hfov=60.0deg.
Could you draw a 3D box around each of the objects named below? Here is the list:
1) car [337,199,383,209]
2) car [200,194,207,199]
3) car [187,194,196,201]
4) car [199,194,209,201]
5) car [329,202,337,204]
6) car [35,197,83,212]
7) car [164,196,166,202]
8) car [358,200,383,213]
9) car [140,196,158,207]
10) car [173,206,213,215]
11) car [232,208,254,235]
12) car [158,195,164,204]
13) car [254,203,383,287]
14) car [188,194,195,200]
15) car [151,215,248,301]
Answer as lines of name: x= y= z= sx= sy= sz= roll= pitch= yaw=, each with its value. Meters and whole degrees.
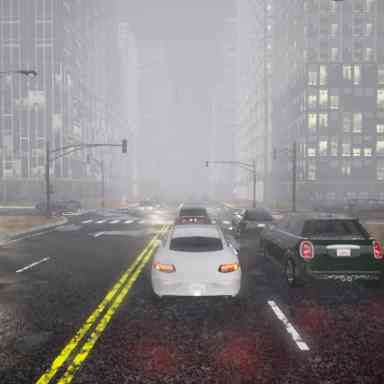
car: x=16.127 y=1.519 z=29.575 sx=5.009 sy=1.841 sz=2.192 roll=1 pitch=0 yaw=1
car: x=3.023 y=1.266 z=90.749 sx=1.812 sy=1.442 sz=4.674 roll=0 pitch=0 yaw=0
car: x=-0.200 y=1.418 z=80.325 sx=1.837 sy=1.490 sz=4.892 roll=0 pitch=0 yaw=0
car: x=3.050 y=1.396 z=80.332 sx=1.882 sy=1.535 sz=5.008 roll=0 pitch=0 yaw=0
car: x=15.004 y=1.701 z=35.378 sx=4.718 sy=1.301 sz=1.895 roll=0 pitch=1 yaw=1
car: x=-14.233 y=1.331 z=35.770 sx=4.902 sy=1.511 sz=2.128 roll=1 pitch=1 yaw=1
car: x=-6.680 y=1.416 z=71.451 sx=1.882 sy=1.535 sz=5.008 roll=0 pitch=0 yaw=0
car: x=21.715 y=1.643 z=37.876 sx=4.829 sy=1.417 sz=1.752 roll=1 pitch=0 yaw=1
car: x=-6.717 y=1.528 z=50.752 sx=1.994 sy=1.385 sz=4.181 roll=0 pitch=0 yaw=0
car: x=0.057 y=1.495 z=17.408 sx=1.837 sy=1.490 sz=4.892 roll=0 pitch=0 yaw=0
car: x=3.305 y=1.555 z=17.823 sx=1.994 sy=1.385 sz=4.181 roll=0 pitch=0 yaw=0
car: x=-6.721 y=1.429 z=61.076 sx=1.882 sy=1.535 sz=5.008 roll=0 pitch=0 yaw=1
car: x=3.327 y=1.348 z=9.436 sx=2.097 sy=1.767 sz=4.553 roll=0 pitch=0 yaw=0
car: x=-0.227 y=1.220 z=90.742 sx=1.882 sy=1.535 sz=5.008 roll=0 pitch=0 yaw=0
car: x=0.081 y=1.522 z=8.160 sx=1.812 sy=1.442 sz=4.674 roll=0 pitch=0 yaw=0
